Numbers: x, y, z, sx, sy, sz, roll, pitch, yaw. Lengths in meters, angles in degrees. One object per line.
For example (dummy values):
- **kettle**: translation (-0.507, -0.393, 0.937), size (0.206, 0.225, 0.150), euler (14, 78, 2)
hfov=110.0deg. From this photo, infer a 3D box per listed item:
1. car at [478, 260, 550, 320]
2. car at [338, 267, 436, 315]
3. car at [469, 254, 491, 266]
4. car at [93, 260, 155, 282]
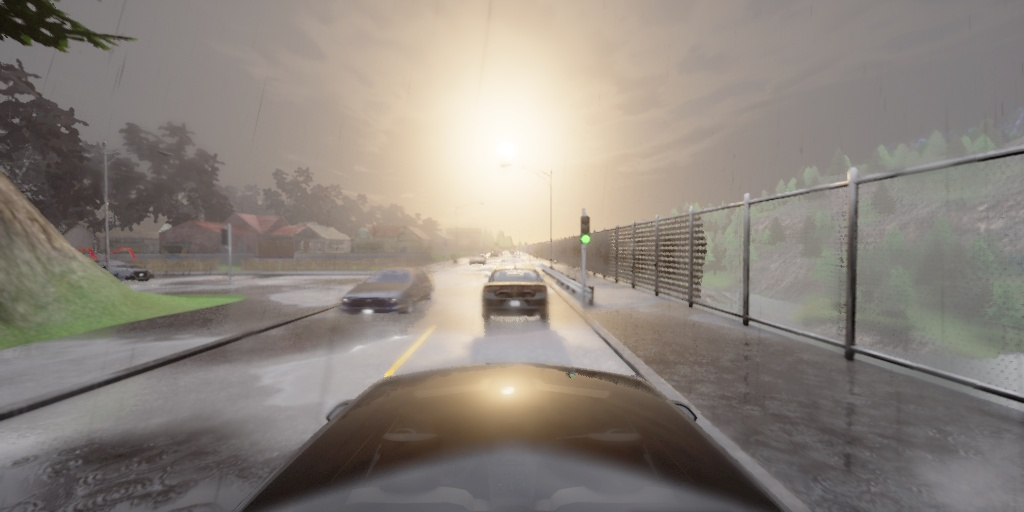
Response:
- **car**: translation (0.097, 1.020, 11.619), size (1.882, 1.535, 5.008), euler (0, 1, 0)
- **car**: translation (-4.015, 1.102, 12.657), size (2.033, 1.411, 5.357), euler (0, 1, 0)
- **car**: translation (-3.989, 0.449, 43.342), size (2.033, 1.411, 5.357), euler (0, 1, 0)
- **car**: translation (-23.625, 0.911, 20.921), size (4.181, 1.385, 1.994), euler (0, 1, 0)
